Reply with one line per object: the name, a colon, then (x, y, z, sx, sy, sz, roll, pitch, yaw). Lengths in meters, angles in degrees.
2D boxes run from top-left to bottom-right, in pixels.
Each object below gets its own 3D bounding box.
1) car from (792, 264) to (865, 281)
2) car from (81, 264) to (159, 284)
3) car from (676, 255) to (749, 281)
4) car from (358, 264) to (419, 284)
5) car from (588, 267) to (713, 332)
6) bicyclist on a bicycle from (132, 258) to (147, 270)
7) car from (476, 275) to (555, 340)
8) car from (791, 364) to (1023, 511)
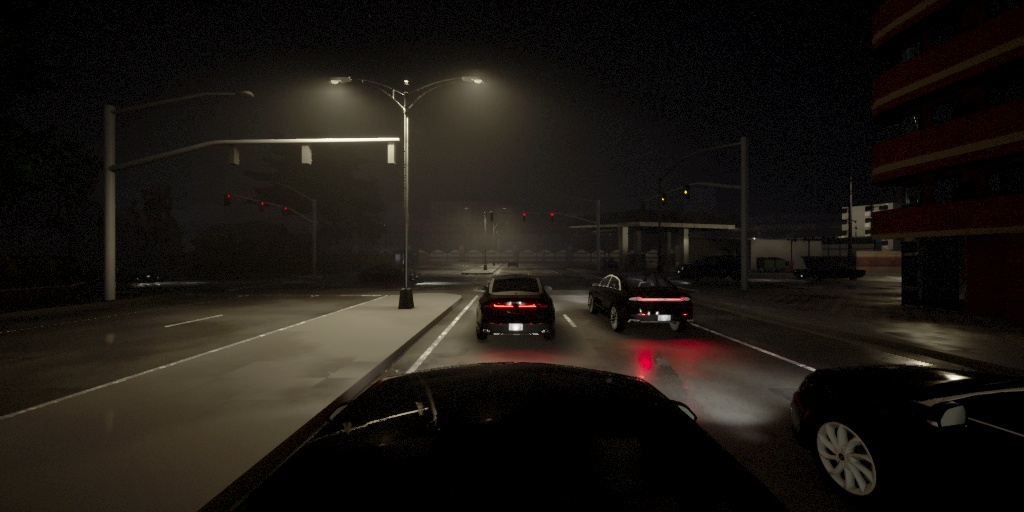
car: (26.414, 1.351, 30.001, 4.718, 1.301, 1.895, 0, 0, -1)
car: (-28.683, 1.314, 26.302, 4.181, 1.385, 1.994, 0, 0, 0)
car: (16.627, 0.972, 29.858, 5.566, 2.045, 2.150, 0, 0, -1)
car: (-8.961, 1.314, 26.263, 4.181, 1.385, 1.994, 0, 0, 1)
car: (3.601, 1.242, 10.860, 2.128, 1.511, 4.902, 0, 0, 0)
bicyclist on a bicycle: (-38.235, 1.053, 36.726, 0.582, 1.620, 1.656, 0, 0, 0)
car: (0.094, 1.255, 10.004, 1.837, 1.490, 4.892, 0, 0, 0)
car: (3.600, 1.255, 1.452, 1.837, 1.490, 4.892, 0, 0, 0)
